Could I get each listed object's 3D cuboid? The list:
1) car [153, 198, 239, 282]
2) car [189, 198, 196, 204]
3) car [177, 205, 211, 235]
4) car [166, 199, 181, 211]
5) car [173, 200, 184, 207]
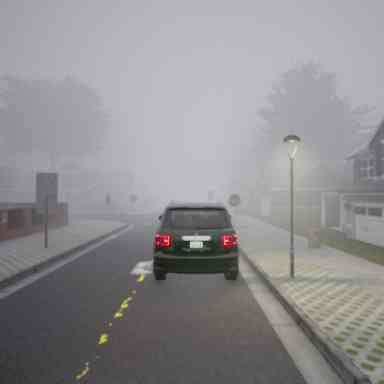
[{"bbox_3d":[0.104,1.322,10.237,2.150,2.045,5.566,0,-1,0],"label":"car"},{"bbox_3d":[0.062,2.366,85.082,1.837,1.490,4.892,0,-1,0],"label":"car"},{"bbox_3d":[0.118,1.704,21.356,1.882,1.535,5.008,0,-1,0],"label":"car"},{"bbox_3d":[-2.792,1.945,52.053,2.097,1.767,4.553,0,-1,0],"label":"car"},{"bbox_3d":[-2.709,2.348,67.331,1.994,1.385,4.181,0,-1,0],"label":"car"}]
